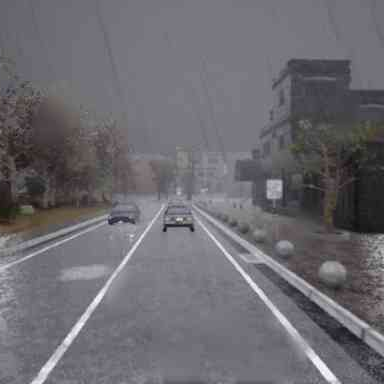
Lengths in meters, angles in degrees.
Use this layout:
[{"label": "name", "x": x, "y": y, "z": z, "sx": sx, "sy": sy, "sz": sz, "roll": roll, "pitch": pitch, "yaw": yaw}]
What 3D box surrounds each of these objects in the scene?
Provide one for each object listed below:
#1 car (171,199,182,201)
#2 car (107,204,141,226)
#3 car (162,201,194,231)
[{"label": "car", "x": -1.866, "y": 1.544, "z": 39.092, "sx": 2.033, "sy": 1.411, "sz": 5.357, "roll": 0, "pitch": 0, "yaw": -3}, {"label": "car", "x": -4.758, "y": 1.564, "z": 24.164, "sx": 2.033, "sy": 1.411, "sz": 5.357, "roll": 0, "pitch": 0, "yaw": -3}, {"label": "car", "x": -0.863, "y": 1.549, "z": 20.681, "sx": 2.033, "sy": 1.411, "sz": 5.357, "roll": 0, "pitch": 0, "yaw": -3}]
